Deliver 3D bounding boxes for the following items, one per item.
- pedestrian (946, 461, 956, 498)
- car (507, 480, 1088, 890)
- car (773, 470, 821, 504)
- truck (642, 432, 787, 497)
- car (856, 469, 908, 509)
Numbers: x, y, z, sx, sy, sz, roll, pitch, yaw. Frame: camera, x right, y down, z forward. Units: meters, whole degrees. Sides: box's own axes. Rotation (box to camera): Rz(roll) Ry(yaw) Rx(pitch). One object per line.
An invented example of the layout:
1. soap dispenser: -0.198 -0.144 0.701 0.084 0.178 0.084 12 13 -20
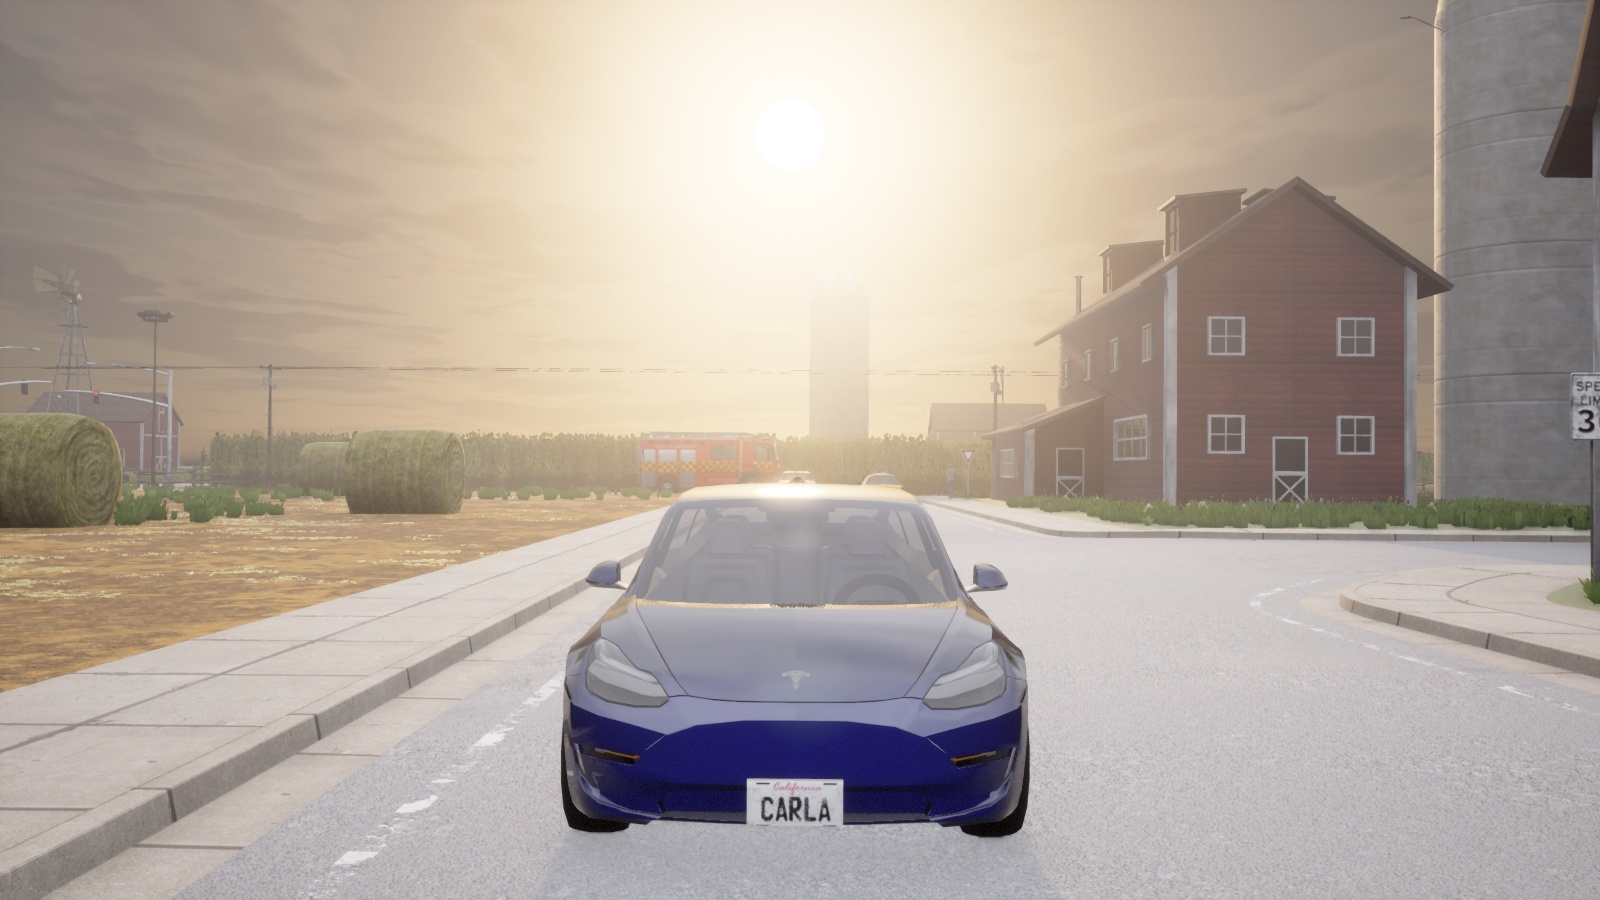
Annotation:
1. pedestrian: 7.650 1.501 63.689 0.354 1.836 0.706 0 -1 -6
2. car: -0.011 0.931 7.078 2.163 1.488 4.792 0 -1 0
3. car: -0.139 1.704 58.246 2.128 1.511 4.902 0 -1 0
4. truck: -5.073 0.888 75.811 8.468 3.827 2.891 0 -1 1
5. car: 3.378 1.597 52.486 1.801 1.575 5.366 0 -1 0
